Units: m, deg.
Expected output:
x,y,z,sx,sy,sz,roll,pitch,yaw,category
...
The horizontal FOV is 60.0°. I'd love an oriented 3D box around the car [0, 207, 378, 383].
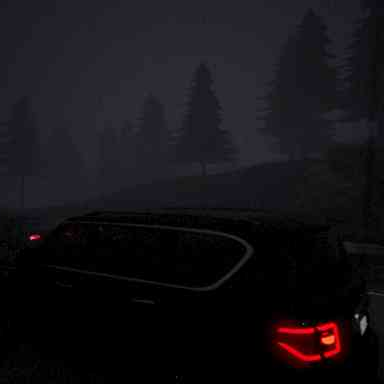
x,y,z,sx,sy,sz,roll,pitch,yaw,category
-0.709,1.227,4.426,5.566,2.045,2.150,0,0,35,car
